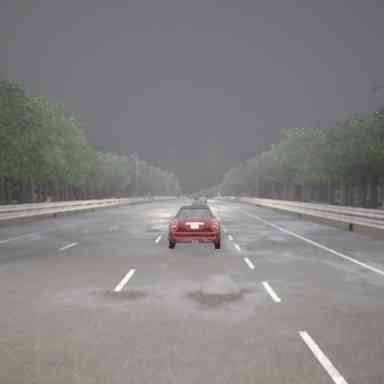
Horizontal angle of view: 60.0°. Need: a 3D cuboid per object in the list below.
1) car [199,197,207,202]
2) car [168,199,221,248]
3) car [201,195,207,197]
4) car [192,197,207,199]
[{"bbox_3d":[2.777,1.938,84.589,1.895,1.301,4.718,0,-1,2],"label":"car"},{"bbox_3d":[0.139,1.366,15.005,2.097,1.767,4.553,0,0,1],"label":"car"},{"bbox_3d":[2.027,1.755,67.221,2.033,1.411,5.357,0,0,2],"label":"car"},{"bbox_3d":[0.871,1.624,40.250,2.033,1.411,5.357,0,0,2],"label":"car"}]
